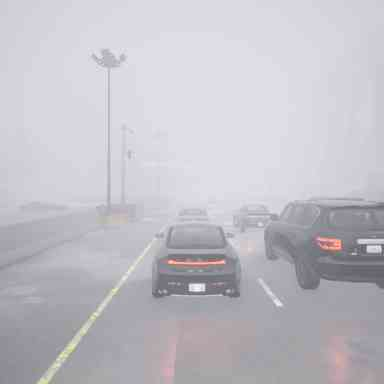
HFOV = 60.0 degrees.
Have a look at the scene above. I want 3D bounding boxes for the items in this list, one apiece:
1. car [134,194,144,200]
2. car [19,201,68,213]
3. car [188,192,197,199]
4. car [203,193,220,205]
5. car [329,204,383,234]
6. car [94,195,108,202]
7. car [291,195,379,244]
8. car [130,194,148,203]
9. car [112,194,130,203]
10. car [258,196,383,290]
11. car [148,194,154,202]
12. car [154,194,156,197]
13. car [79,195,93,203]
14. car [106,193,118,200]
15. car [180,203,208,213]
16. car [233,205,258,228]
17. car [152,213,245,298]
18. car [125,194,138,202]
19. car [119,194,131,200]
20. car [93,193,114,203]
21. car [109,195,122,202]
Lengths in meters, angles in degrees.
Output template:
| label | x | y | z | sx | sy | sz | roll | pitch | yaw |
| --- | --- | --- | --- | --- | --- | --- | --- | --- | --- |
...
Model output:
| label | x | y | z | sx | sy | sz | roll | pitch | yaw |
| --- | --- | --- | --- | --- | --- | --- | --- | --- | --- |
| car | -13.965 | 1.309 | 87.266 | 1.837 | 1.490 | 4.892 | 0 | 1 | 0 |
| car | -16.155 | 1.606 | 36.519 | 4.718 | 1.301 | 1.895 | 0 | 0 | -5 |
| car | 0.088 | 0.917 | 95.549 | 2.150 | 2.045 | 5.566 | 0 | 1 | 0 |
| car | 3.530 | 1.495 | 60.432 | 1.837 | 1.490 | 4.892 | 0 | 1 | 0 |
| car | 10.566 | 1.547 | 20.561 | 2.033 | 1.411 | 5.357 | 0 | 0 | 0 |
| car | -21.032 | 1.467 | 76.763 | 1.994 | 1.385 | 4.181 | 0 | 0 | 0 |
| car | 7.063 | 1.221 | 17.260 | 2.150 | 2.045 | 5.566 | 0 | 0 | 0 |
| car | -10.592 | 1.485 | 66.607 | 1.812 | 1.442 | 4.674 | 0 | 0 | 0 |
| car | -14.092 | 1.523 | 66.619 | 1.994 | 1.385 | 4.181 | 0 | 0 | 0 |
| car | 3.584 | 1.221 | 9.261 | 2.150 | 2.045 | 5.566 | 0 | 0 | 0 |
| car | -10.530 | 1.389 | 77.009 | 1.882 | 1.535 | 5.008 | 0 | 0 | 0 |
| car | -10.464 | 1.285 | 87.439 | 1.882 | 1.535 | 5.008 | 0 | 1 | 0 |
| car | -21.090 | 1.452 | 66.904 | 1.882 | 1.535 | 5.008 | 0 | 0 | 0 |
| car | -20.966 | 1.168 | 87.061 | 2.097 | 1.767 | 4.553 | 0 | 1 | 0 |
| car | 0.064 | 1.547 | 18.682 | 2.033 | 1.411 | 5.357 | 0 | 0 | 0 |
| car | 3.567 | 1.491 | 19.820 | 2.128 | 1.511 | 4.902 | 0 | 0 | 0 |
| car | 0.084 | 1.505 | 8.519 | 1.837 | 1.490 | 4.892 | 0 | 0 | 0 |
| car | -14.031 | 1.268 | 76.868 | 2.097 | 1.767 | 4.553 | 0 | 0 | 0 |
| car | -17.467 | 1.355 | 86.879 | 2.033 | 1.411 | 5.357 | 0 | 1 | 0 |
| car | -17.592 | 1.311 | 66.660 | 2.097 | 1.767 | 4.553 | 0 | 0 | 0 |
| car | -17.533 | 1.468 | 76.521 | 1.994 | 1.385 | 4.181 | 0 | 0 | 0 |
